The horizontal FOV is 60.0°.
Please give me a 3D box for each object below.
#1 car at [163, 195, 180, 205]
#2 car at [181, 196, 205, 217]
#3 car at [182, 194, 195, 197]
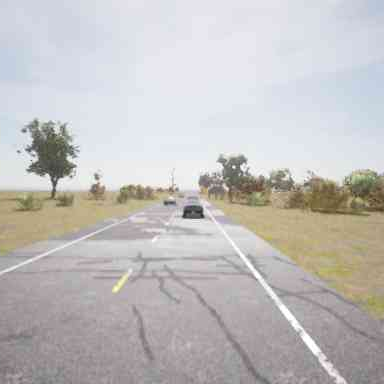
[{"bbox_3d":[-3.543,1.462,54.022,1.994,1.385,4.181,0,0,0],"label":"car"},{"bbox_3d":[0.108,1.451,30.713,1.837,1.490,4.892,0,1,0],"label":"car"},{"bbox_3d":[0.115,1.265,46.423,2.097,1.767,4.553,0,0,0],"label":"car"}]
